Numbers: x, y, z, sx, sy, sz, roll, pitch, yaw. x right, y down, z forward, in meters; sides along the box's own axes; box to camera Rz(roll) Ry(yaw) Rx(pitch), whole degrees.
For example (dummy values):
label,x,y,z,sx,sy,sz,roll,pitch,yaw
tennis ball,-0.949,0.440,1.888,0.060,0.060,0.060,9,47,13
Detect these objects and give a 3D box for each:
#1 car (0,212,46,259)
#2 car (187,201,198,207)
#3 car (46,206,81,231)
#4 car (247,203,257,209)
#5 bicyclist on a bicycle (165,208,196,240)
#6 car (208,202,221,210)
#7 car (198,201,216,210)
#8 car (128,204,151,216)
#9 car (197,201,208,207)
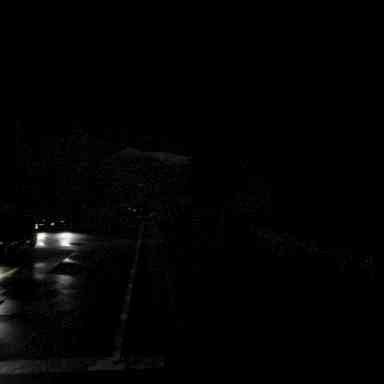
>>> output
label,x,y,z,sx,sy,sz,roll,pitch,yaw
car,-7.568,1.590,13.002,1.837,1.490,4.892,2,-1,-8
car,-0.230,3.291,92.592,2.007,1.523,4.514,2,-1,-7
car,-8.860,1.759,22.783,1.837,1.490,4.892,2,-1,-7
car,15.568,3.587,86.855,1.845,1.501,3.633,2,-1,-7
bicyclist on a bicycle,-0.584,1.667,17.246,1.656,1.620,0.582,1,-1,-8
car,5.014,3.102,74.485,1.970,1.475,3.806,2,-1,-7
car,2.967,2.873,66.758,1.845,1.501,3.633,2,-1,-7
car,-6.773,2.290,43.163,1.994,1.385,4.181,1,-1,10
car,2.876,3.376,93.026,2.152,1.636,5.027,2,-1,-7
